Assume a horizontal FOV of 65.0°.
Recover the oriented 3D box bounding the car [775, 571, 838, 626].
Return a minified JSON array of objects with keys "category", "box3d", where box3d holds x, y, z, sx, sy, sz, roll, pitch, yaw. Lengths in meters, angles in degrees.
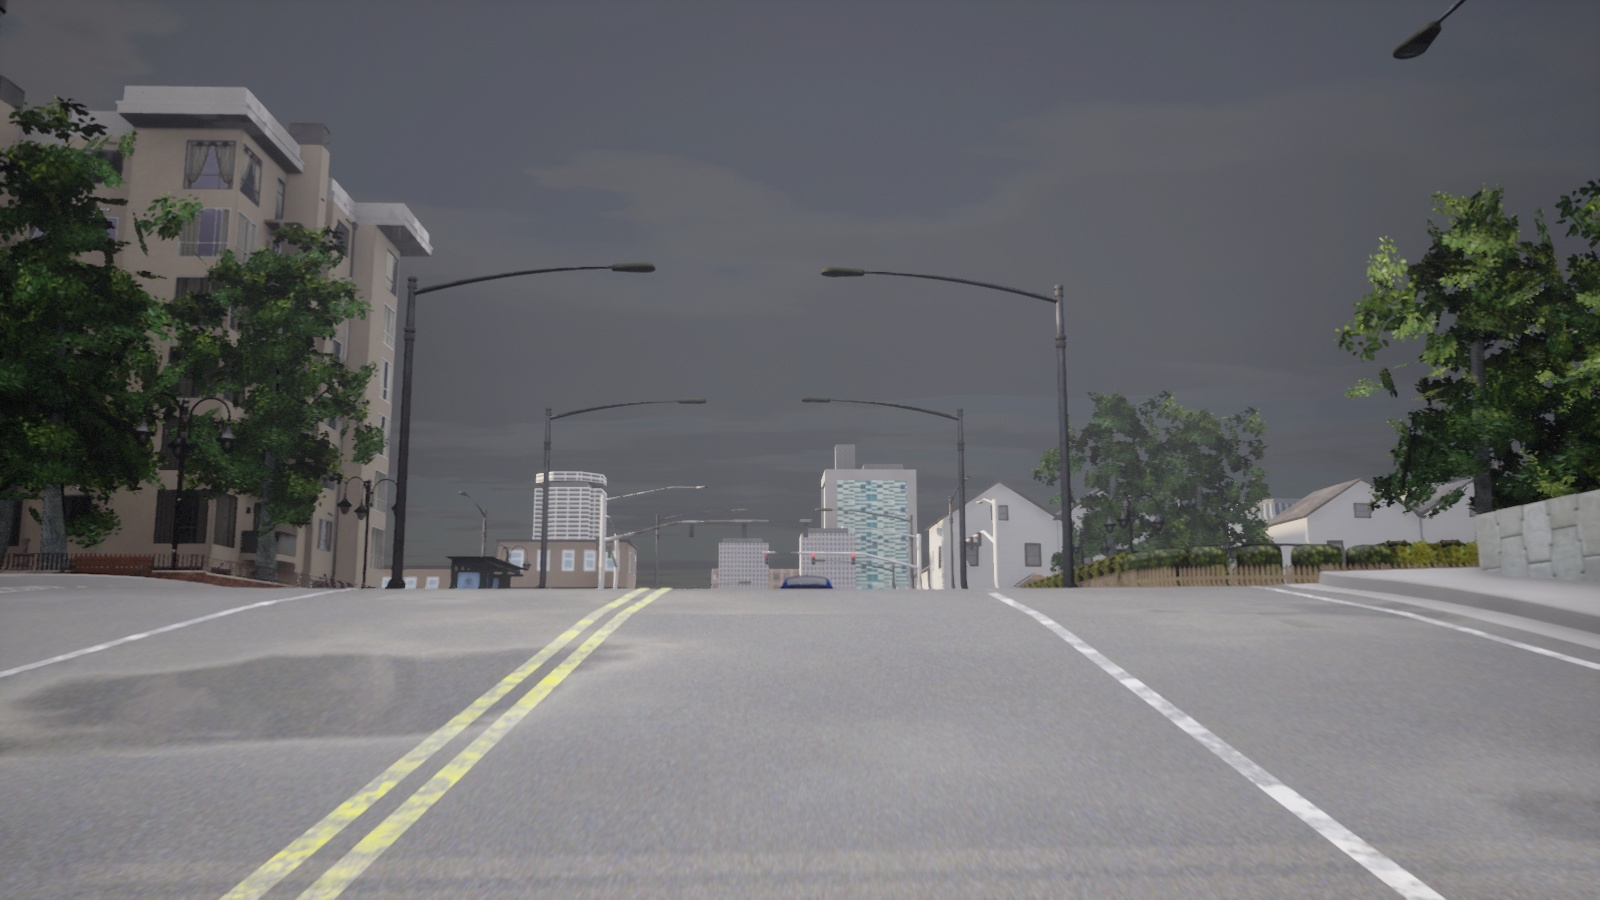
[{"category":"car","box3d":[0.220,4.790,40.101,1.882,1.535,5.008,0,-9,1]}]
